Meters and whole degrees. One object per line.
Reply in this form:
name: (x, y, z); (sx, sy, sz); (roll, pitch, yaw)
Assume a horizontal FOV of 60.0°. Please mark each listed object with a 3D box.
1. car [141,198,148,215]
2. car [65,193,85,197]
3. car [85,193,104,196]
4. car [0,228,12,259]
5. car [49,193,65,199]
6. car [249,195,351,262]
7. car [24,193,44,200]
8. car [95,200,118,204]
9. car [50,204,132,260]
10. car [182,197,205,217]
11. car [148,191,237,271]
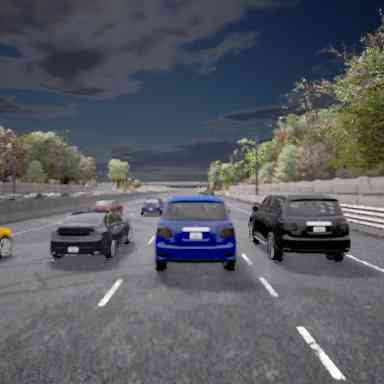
car: (-3.412, 1.234, 29.800); (1.812, 1.442, 4.674); (0, 1, 0)
car: (-21.039, 0.908, 61.556); (2.128, 1.511, 4.902); (0, 1, 1)
car: (-17.541, 0.887, 61.585); (1.882, 1.535, 5.008); (0, 1, 1)
car: (-6.904, 1.387, 9.067); (1.882, 1.535, 5.008); (0, 1, 0)
car: (-24.528, 0.958, 61.432); (2.033, 1.411, 5.357); (0, 1, 0)
car: (3.498, 1.097, 11.829); (2.150, 2.045, 5.566); (0, 1, 0)
car: (-28.032, 0.957, 59.300); (1.812, 1.442, 4.674); (0, 1, 0)
car: (-6.907, 1.333, 27.303); (1.895, 1.301, 4.718); (0, 1, 0)
car: (-3.405, 1.385, 11.954); (1.837, 1.490, 4.892); (0, 0, 0)
car: (0.091, 1.223, 28.718); (1.837, 1.490, 4.892); (0, 1, 0)
car: (0.096, 1.115, 10.689); (2.150, 2.045, 5.566); (0, 1, 0)
